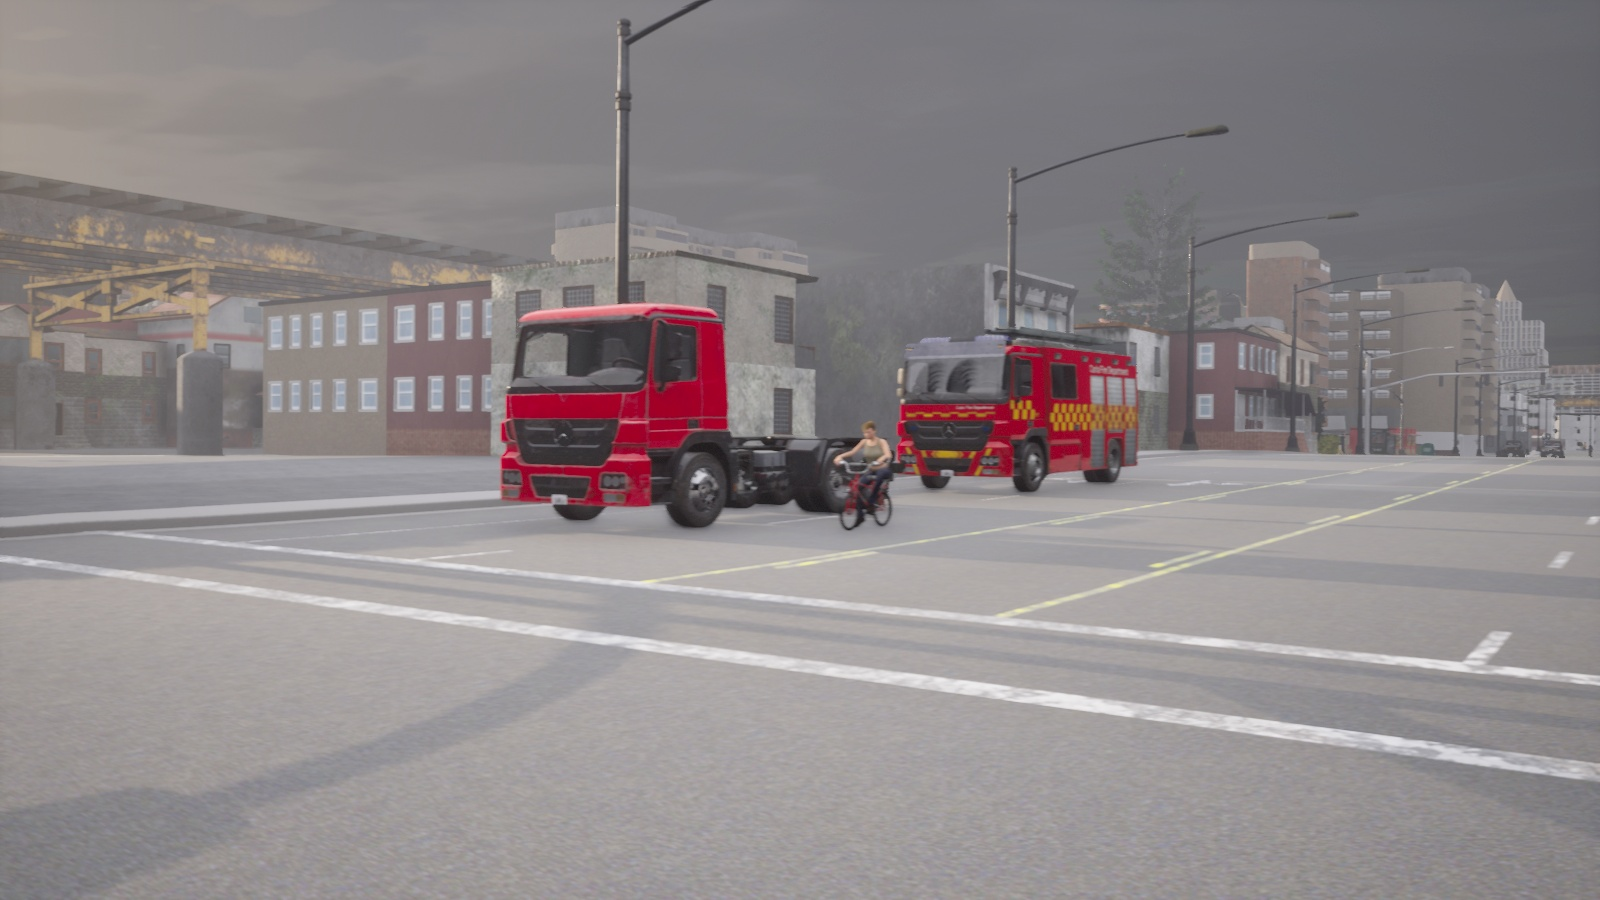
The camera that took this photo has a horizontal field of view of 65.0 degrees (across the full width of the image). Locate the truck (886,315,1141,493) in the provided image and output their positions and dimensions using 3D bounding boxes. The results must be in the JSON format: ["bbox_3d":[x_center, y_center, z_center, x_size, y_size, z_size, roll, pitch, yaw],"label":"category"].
[{"bbox_3d":[5.593,-1.118,31.312,2.891,3.827,8.468,0,2,35],"label":"truck"}]

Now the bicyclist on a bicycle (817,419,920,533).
[{"bbox_3d":[1.041,0.353,18.719,0.866,1.612,1.509,0,1,34],"label":"bicyclist on a bicycle"}]

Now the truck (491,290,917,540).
[{"bbox_3d":[-1.221,-0.589,21.492,2.891,3.462,7.936,0,1,34],"label":"truck"}]
